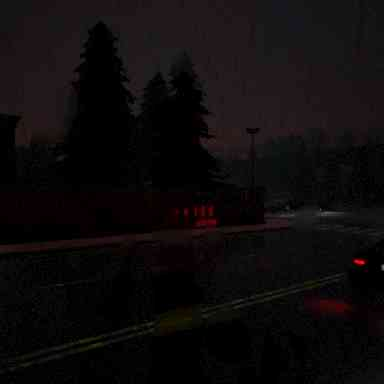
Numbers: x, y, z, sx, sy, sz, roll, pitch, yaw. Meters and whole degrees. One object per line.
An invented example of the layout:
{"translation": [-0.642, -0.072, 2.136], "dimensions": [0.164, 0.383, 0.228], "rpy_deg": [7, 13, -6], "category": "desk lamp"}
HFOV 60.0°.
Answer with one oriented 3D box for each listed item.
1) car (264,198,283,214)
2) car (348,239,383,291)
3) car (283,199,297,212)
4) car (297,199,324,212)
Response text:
{"translation": [6.799, 1.486, 35.408], "dimensions": [1.882, 1.535, 5.008], "rpy_deg": [0, 0, -35], "category": "car"}
{"translation": [5.911, 1.551, 7.988], "dimensions": [5.357, 1.411, 2.033], "rpy_deg": [0, 0, -35], "category": "car"}
{"translation": [9.053, 1.501, 38.285], "dimensions": [2.128, 1.511, 4.902], "rpy_deg": [0, 0, -35], "category": "car"}
{"translation": [12.737, 1.558, 39.137], "dimensions": [2.033, 1.411, 5.357], "rpy_deg": [0, 0, -35], "category": "car"}
